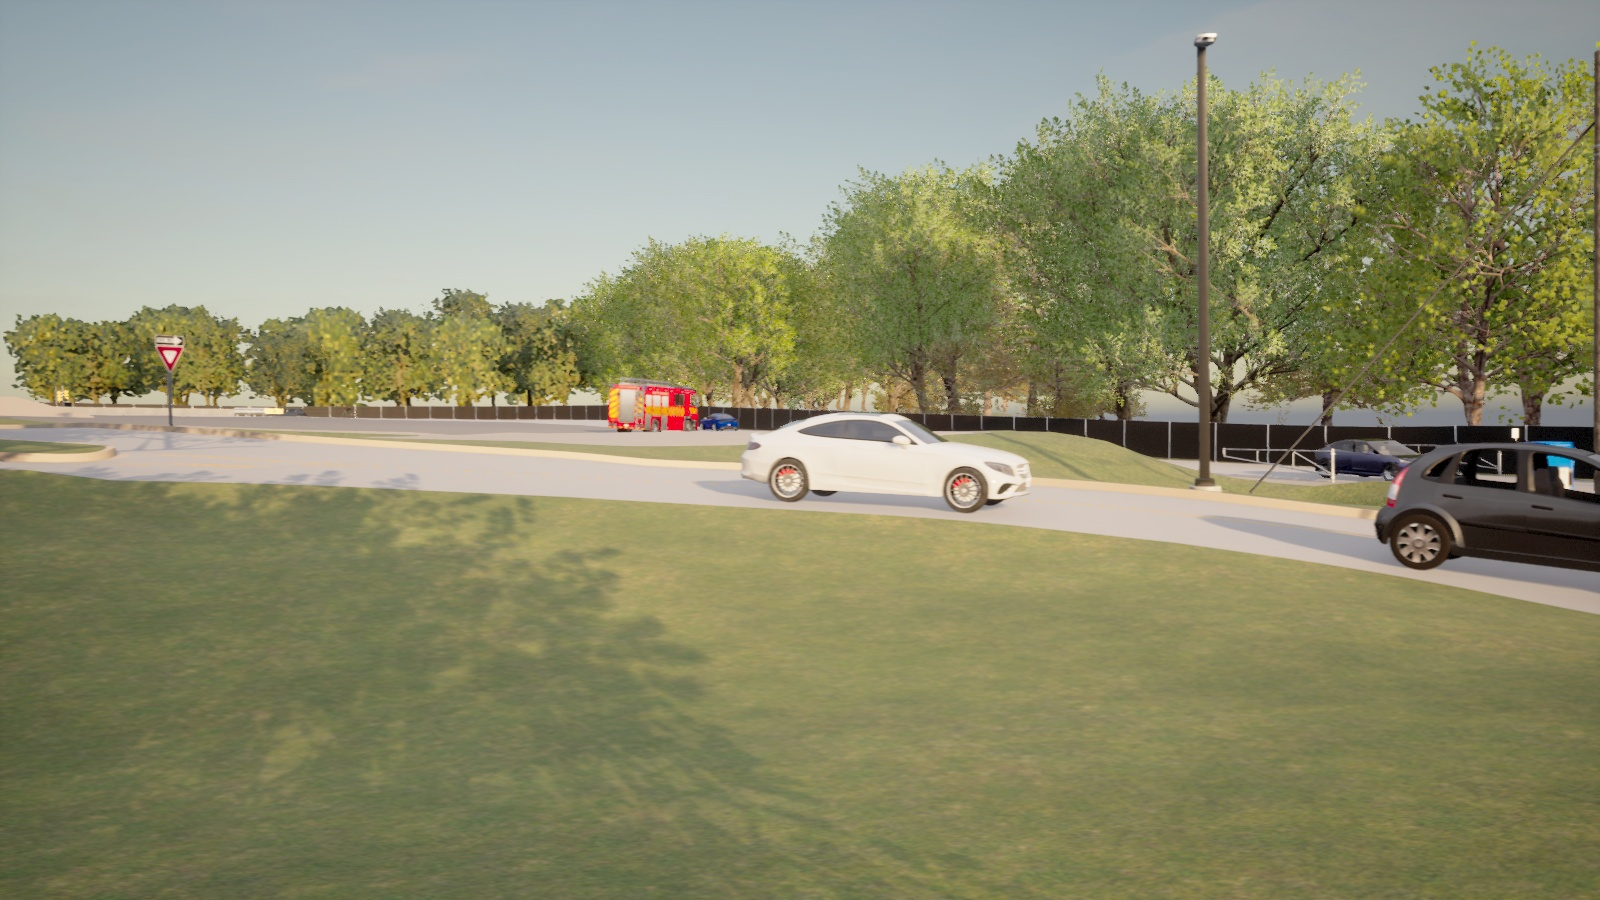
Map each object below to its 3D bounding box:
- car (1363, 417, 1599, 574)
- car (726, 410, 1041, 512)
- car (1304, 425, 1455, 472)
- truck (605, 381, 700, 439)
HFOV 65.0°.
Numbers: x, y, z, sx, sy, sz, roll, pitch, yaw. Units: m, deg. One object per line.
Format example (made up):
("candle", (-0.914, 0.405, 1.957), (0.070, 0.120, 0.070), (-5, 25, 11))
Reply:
("car", (9.219, 0.521, 15.188), (3.988, 1.617, 1.851), (5, 5, 38))
("car", (1.333, 0.106, 20.089), (4.674, 1.442, 1.812), (1, 2, 21))
("car", (20.787, -0.109, 45.272), (2.163, 1.488, 4.792), (-3, 2, -20))
("truck", (-10.289, -2.748, 88.820), (2.891, 3.827, 8.468), (2, 1, 21))
